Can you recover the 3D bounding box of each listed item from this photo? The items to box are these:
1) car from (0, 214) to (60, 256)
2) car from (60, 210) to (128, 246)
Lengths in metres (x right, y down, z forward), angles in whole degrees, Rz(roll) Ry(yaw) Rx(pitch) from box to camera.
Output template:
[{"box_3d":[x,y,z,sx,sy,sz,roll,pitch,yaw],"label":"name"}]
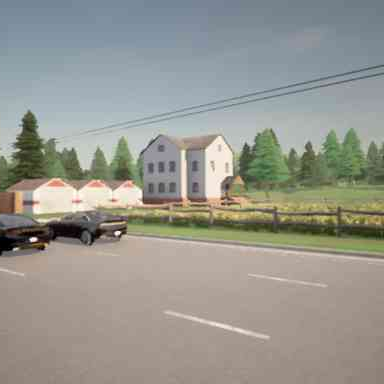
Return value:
[{"box_3d":[-7.906,1.638,13.834,5.008,1.535,1.882,0,0,36],"label":"car"},{"box_3d":[-5.282,1.646,16.254,4.902,1.511,2.128,-1,0,36],"label":"car"}]
